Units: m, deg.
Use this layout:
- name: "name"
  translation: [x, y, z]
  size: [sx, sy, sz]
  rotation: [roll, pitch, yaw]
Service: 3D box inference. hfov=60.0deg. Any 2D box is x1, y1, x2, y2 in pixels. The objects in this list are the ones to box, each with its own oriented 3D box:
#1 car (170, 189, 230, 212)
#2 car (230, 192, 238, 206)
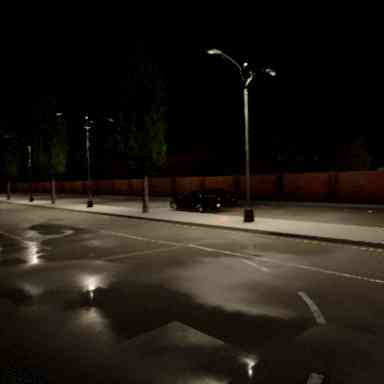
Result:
- name: "car"
  translation: [0.264, 0.685, 25.845]
  size: [1.837, 1.490, 4.892]
  rotation: [-4, 3, -43]
- name: "car"
  translation: [1.770, 0.471, 29.355]
  size: [1.882, 1.535, 5.008]
  rotation: [-4, 3, -43]
